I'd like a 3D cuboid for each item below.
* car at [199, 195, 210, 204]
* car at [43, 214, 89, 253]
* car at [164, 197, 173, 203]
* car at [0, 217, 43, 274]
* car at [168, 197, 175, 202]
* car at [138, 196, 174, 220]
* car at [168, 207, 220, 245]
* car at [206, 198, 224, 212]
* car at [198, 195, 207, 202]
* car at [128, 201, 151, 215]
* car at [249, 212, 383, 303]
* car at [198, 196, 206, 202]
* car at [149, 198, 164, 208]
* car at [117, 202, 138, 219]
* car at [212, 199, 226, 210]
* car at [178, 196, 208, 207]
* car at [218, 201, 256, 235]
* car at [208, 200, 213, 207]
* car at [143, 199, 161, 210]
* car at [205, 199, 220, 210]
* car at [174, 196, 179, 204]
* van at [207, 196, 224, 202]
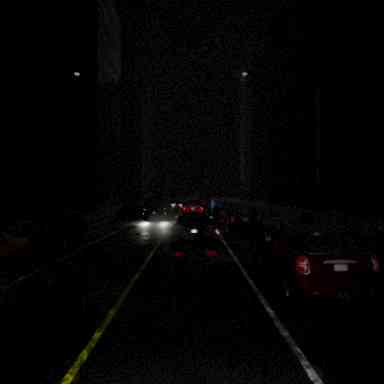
[{"bbox_3d":[2.826,1.703,76.086,2.192,1.841,5.009,0,0,0],"label":"car"},{"bbox_3d":[-5.678,1.635,13.943,1.947,1.339,4.313,0,0,0],"label":"car"},{"bbox_3d":[-5.699,1.960,81.729,1.887,1.381,4.507,0,0,0],"label":"car"},{"bbox_3d":[-5.676,1.566,8.124,1.752,1.417,4.829,0,0,0],"label":"car"},{"bbox_3d":[-5.702,2.049,93.026,1.802,1.307,4.206,0,0,0],"label":"car"},{"bbox_3d":[-3.107,1.371,30.005,2.150,2.045,5.566,0,0,0],"label":"car"},{"bbox_3d":[0.091,1.644,16.073,1.994,1.385,4.181,0,0,0],"label":"car"},{"bbox_3d":[2.838,1.653,42.194,1.967,1.590,4.097,0,0,0],"label":"car"},{"bbox_3d":[2.823,1.757,87.383,2.192,1.841,5.009,0,0,0],"label":"car"},{"bbox_3d":[-5.685,1.728,36.538,1.887,1.381,4.507,0,0,0],"label":"car"},{"bbox_3d":[2.849,1.482,8.304,1.967,1.590,4.097,0,0,0],"label":"car"},{"bbox_3d":[2.822,1.907,93.031,1.967,1.590,4.097,0,0,0],"label":"car"},{"bbox_3d":[-5.691,1.710,53.485,1.967,1.590,4.097,0,0,0],"label":"car"},{"bbox_3d":[-5.683,1.720,30.889,1.947,1.339,4.313,0,0,0],"label":"car"},{"bbox_3d":[2.843,1.567,25.248,1.967,1.590,4.097,0,0,0],"label":"car"},{"bbox_3d":[0.086,1.508,31.137,2.097,1.767,4.553,0,0,0],"label":"car"},{"bbox_3d":[2.845,1.538,19.600,1.967,1.590,4.097,0,0,0],"label":"car"},{"bbox_3d":[2.842,1.700,30.896,1.887,1.381,4.507,0,0,0],"label":"car"},{"bbox_3d":[-5.689,1.792,47.835,2.008,1.369,4.403,0,0,0],"label":"car"},{"bbox_3d":[2.836,1.786,47.842,1.887,1.381,4.507,0,0,0],"label":"car"},{"bbox_3d":[-3.023,1.843,70.850,1.837,1.490,4.892,0,0,0],"label":"car"},{"bbox_3d":[2.839,1.525,36.546,1.690,1.788,3.998,0,0,0],"label":"van"}]
